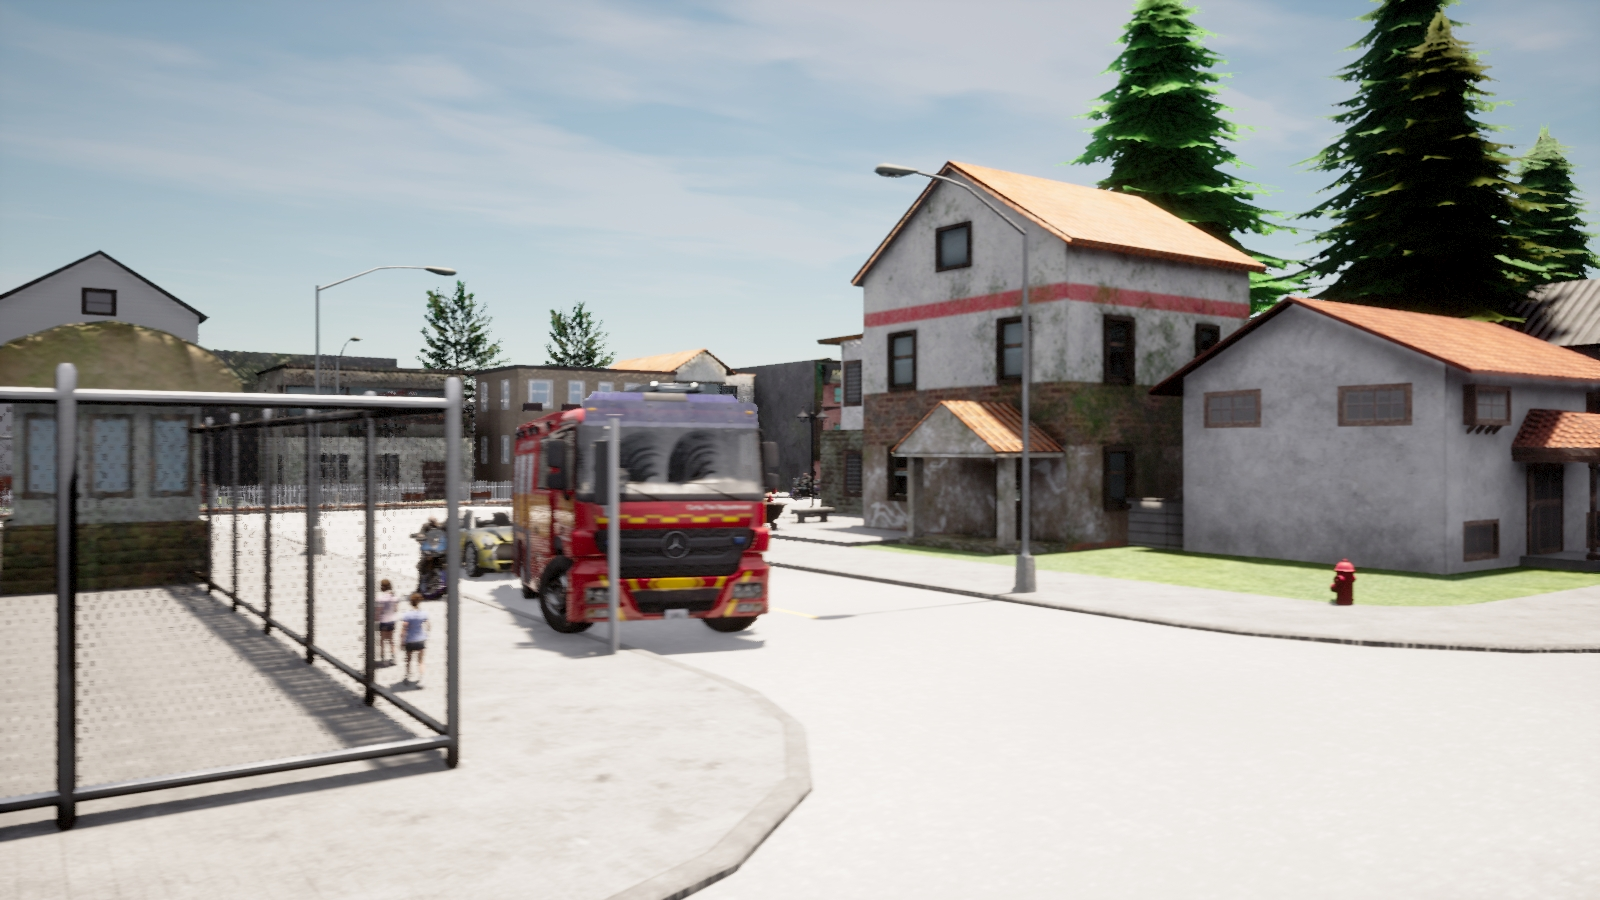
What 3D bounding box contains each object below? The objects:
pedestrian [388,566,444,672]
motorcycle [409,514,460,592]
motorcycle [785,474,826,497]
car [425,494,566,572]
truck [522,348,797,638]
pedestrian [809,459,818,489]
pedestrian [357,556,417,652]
[{"bbox_3d":[-4.346,1.895,12.931,0.500,1.100,0.500,0,0,-31],"label":"pedestrian"},{"bbox_3d":[-6.786,1.871,21.206,0.867,1.251,2.209,0,0,-18],"label":"motorcycle"},{"bbox_3d":[0.338,1.979,64.577,2.209,1.251,0.867,0,0,-35],"label":"motorcycle"},{"bbox_3d":[-7.074,1.843,26.325,1.970,1.475,3.806,0,0,-35],"label":"car"},{"bbox_3d":[-2.821,0.672,19.575,2.891,3.827,8.468,1,-1,-20],"label":"truck"},{"bbox_3d":[0.851,1.517,71.721,0.375,1.860,0.375,0,0,-34],"label":"pedestrian"},{"bbox_3d":[-5.128,1.894,14.190,0.500,1.100,0.500,0,0,30],"label":"pedestrian"}]
